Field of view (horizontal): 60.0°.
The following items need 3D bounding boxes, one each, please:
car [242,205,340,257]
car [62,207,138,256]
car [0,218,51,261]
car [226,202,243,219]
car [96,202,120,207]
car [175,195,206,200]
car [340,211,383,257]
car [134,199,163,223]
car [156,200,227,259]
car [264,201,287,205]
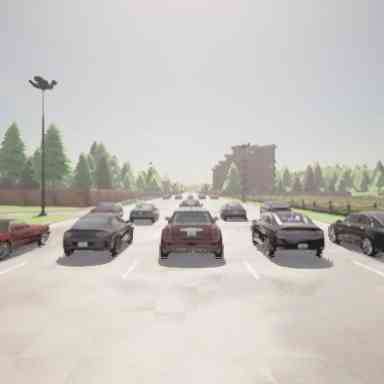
[{"bbox_3d":[3.495,1.492,12.890,2.128,1.511,4.902,0,0,0],"label":"car"},{"bbox_3d":[-3.506,1.526,13.009,1.812,1.442,4.674,0,0,0],"label":"car"},{"bbox_3d":[-7.007,1.602,12.229,1.895,1.301,4.718,0,0,0],"label":"car"},{"bbox_3d":[3.419,1.565,28.095,1.994,1.385,4.181,0,0,0],"label":"car"},{"bbox_3d":[-7.081,1.566,28.163,1.994,1.385,4.181,0,0,0],"label":"car"},{"bbox_3d":[-0.081,1.352,27.790,2.097,1.767,4.553,0,0,0],"label":"car"},{"bbox_3d":[6.996,1.506,12.928,1.837,1.490,4.892,0,0,0],"label":"car"},{"bbox_3d":[-3.591,1.549,25.682,2.033,1.411,5.357,0,0,0],"label":"car"},{"bbox_3d":[-0.005,1.352,12.791,2.097,1.767,4.553,0,0,0],"label":"car"},{"bbox_3d":[6.919,1.506,27.933,1.837,1.490,4.892,0,0,0],"label":"car"}]
